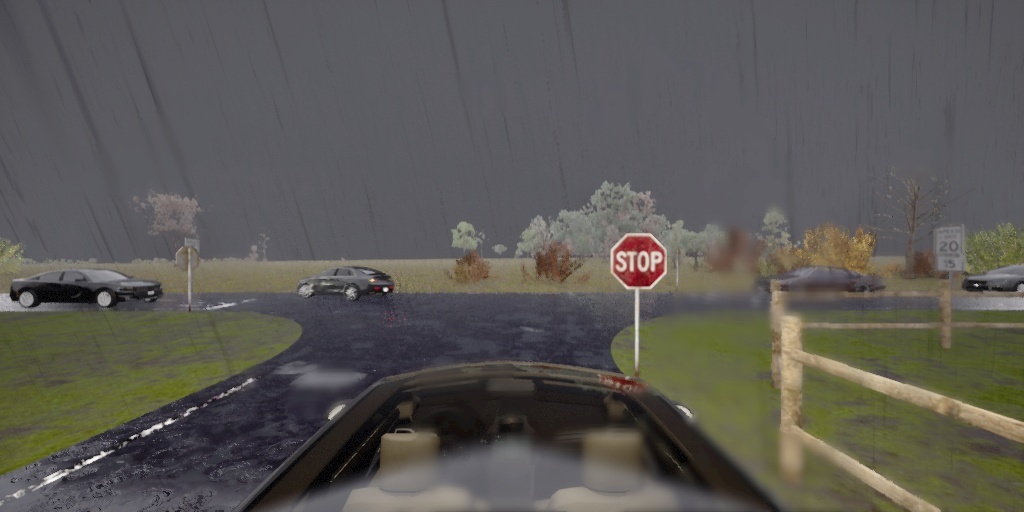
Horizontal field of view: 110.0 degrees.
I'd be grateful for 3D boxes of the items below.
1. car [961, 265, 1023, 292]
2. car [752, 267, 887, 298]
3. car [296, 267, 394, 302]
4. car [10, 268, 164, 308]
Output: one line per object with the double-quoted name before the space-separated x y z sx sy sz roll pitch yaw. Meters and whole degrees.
"car" 25.016 1.173 17.440 4.892 1.490 1.837 0 0 1
"car" 14.904 1.236 17.527 5.357 1.411 2.033 0 0 0
"car" -7.931 1.253 16.975 4.892 1.490 1.837 0 -2 22
"car" -17.397 1.255 14.831 5.008 1.535 1.882 0 0 1
